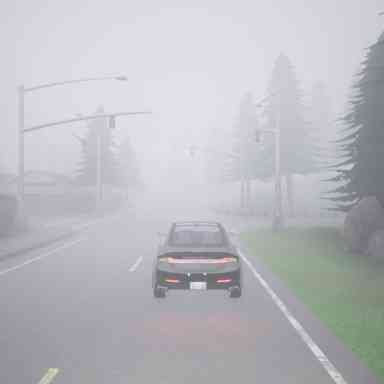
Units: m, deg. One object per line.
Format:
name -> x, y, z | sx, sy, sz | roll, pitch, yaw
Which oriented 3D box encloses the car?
car -> 0.118, 1.491, 8.487 | 2.128, 1.511, 4.902 | 0, 0, 0
